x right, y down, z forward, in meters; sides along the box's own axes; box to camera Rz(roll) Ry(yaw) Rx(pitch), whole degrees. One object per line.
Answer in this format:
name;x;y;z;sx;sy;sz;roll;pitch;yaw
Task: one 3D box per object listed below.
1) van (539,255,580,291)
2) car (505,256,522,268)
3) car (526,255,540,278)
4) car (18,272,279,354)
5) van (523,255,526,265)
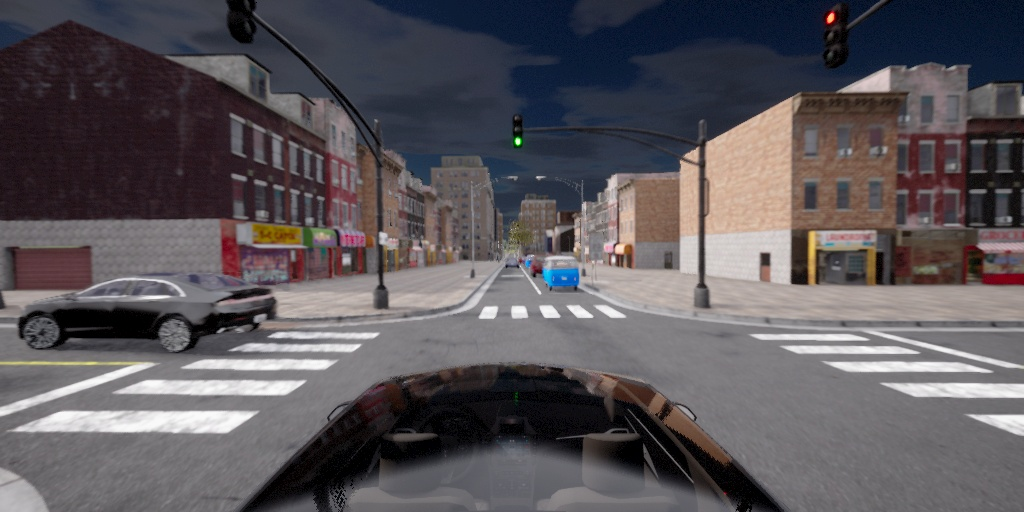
van;2.639;0.902;19.811;1.690;1.789;3.998;0;0;0
car;0.057;1.012;50.851;1.994;1.385;4.181;-1;0;0
car;2.641;0.813;30.392;2.192;1.841;5.009;0;0;0
car;-7.835;1.113;7.910;4.902;1.511;2.128;0;1;4
van;2.644;0.776;46.261;1.690;1.789;3.998;0;0;0
